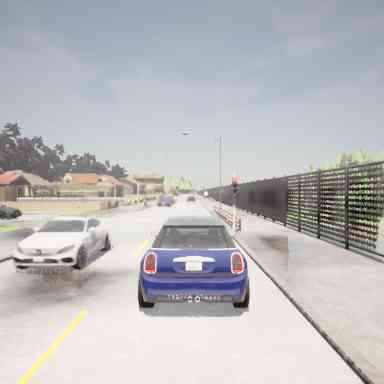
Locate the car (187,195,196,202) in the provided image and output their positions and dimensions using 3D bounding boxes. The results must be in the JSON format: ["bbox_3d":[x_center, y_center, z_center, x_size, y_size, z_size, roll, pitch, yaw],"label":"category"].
[{"bbox_3d":[-0.143,1.524,76.278,1.812,1.442,4.674,0,0,0],"label":"car"}]

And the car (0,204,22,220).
[{"bbox_3d":[-16.251,1.563,27.154,4.181,1.385,1.994,0,0,0],"label":"car"}]

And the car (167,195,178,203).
[{"bbox_3d":[-4.133,1.478,70.964,1.882,1.535,5.008,0,0,0],"label":"car"}]

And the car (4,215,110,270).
[{"bbox_3d":[-4.059,1.526,11.177,1.812,1.442,4.674,0,0,1],"label":"car"}]

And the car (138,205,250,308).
[{"bbox_3d":[0.038,1.352,8.078,2.097,1.767,4.553,0,0,0],"label":"car"}]

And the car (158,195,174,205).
[{"bbox_3d":[-4.182,1.526,50.933,1.812,1.442,4.674,0,0,0],"label":"car"}]

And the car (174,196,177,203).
[{"bbox_3d":[-4.183,1.547,60.701,2.033,1.411,5.357,0,0,0],"label":"car"}]
